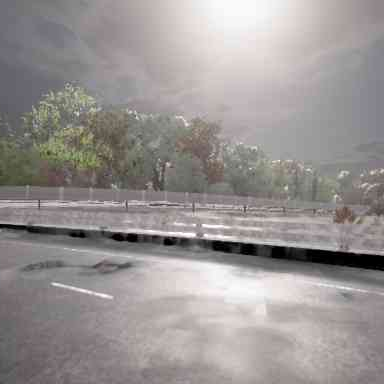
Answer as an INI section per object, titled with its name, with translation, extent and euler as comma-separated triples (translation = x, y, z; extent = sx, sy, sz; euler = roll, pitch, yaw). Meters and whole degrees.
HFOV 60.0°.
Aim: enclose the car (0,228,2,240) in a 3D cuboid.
[car]
translation = -9.916, 1.531, 13.817
extent = 4.674, 1.442, 1.812
euler = 0, 0, 27
